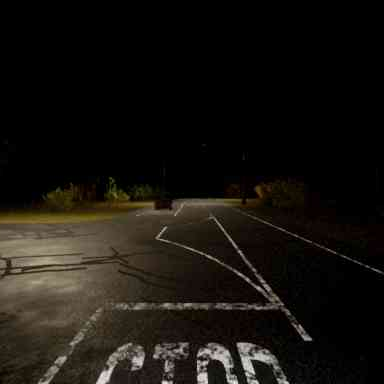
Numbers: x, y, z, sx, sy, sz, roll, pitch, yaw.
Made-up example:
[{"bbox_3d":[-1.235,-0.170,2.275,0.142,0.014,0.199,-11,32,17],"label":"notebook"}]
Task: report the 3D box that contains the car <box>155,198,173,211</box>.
[{"bbox_3d":[-3.339,1.447,40.085,1.882,1.535,5.008,0,0,0],"label":"car"}]
